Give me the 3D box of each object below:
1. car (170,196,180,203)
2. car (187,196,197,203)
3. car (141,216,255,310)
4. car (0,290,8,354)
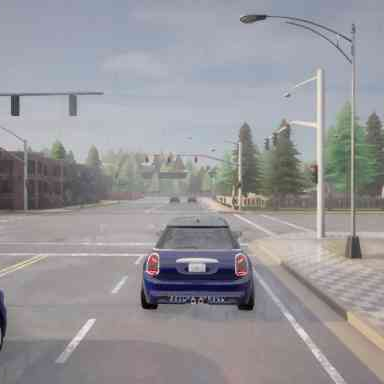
[{"bbox_3d":[-3.463,1.505,68.266,1.837,1.490,4.892,0,0,0],"label":"car"},{"bbox_3d":[0.037,1.505,68.264,1.837,1.490,4.892,0,0,0],"label":"car"},{"bbox_3d":[0.158,1.352,7.976,2.097,1.767,4.553,0,0,2],"label":"car"},{"bbox_3d":[-3.441,1.478,2.522,1.882,1.535,5.008,0,0,0],"label":"car"}]
